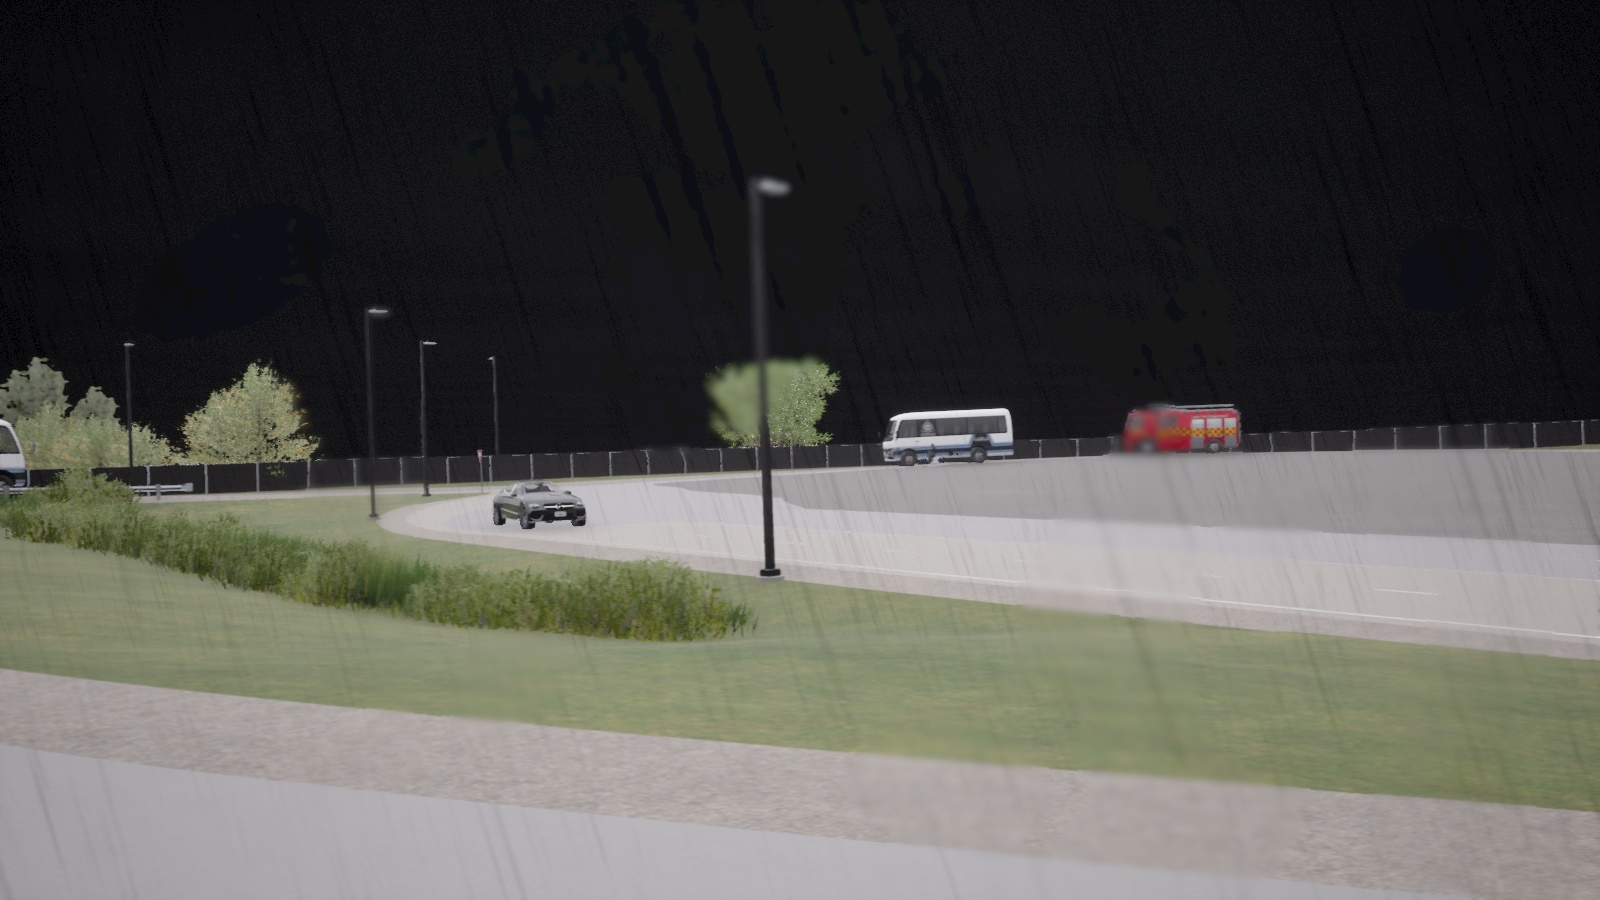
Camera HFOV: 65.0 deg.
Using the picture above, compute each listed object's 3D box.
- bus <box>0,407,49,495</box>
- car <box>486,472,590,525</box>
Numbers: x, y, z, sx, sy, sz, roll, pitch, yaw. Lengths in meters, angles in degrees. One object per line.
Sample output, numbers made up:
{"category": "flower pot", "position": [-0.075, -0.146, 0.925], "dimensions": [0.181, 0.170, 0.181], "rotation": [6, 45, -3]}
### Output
{"category": "bus", "position": [-42.158, 0.078, 60.175], "dimensions": [3.944, 4.253, 10.273], "rotation": [-3, -2, 21]}
{"category": "car", "position": [-9.422, 1.683, 44.851], "dimensions": [2.152, 1.651, 5.027], "rotation": [-1, 0, -30]}
